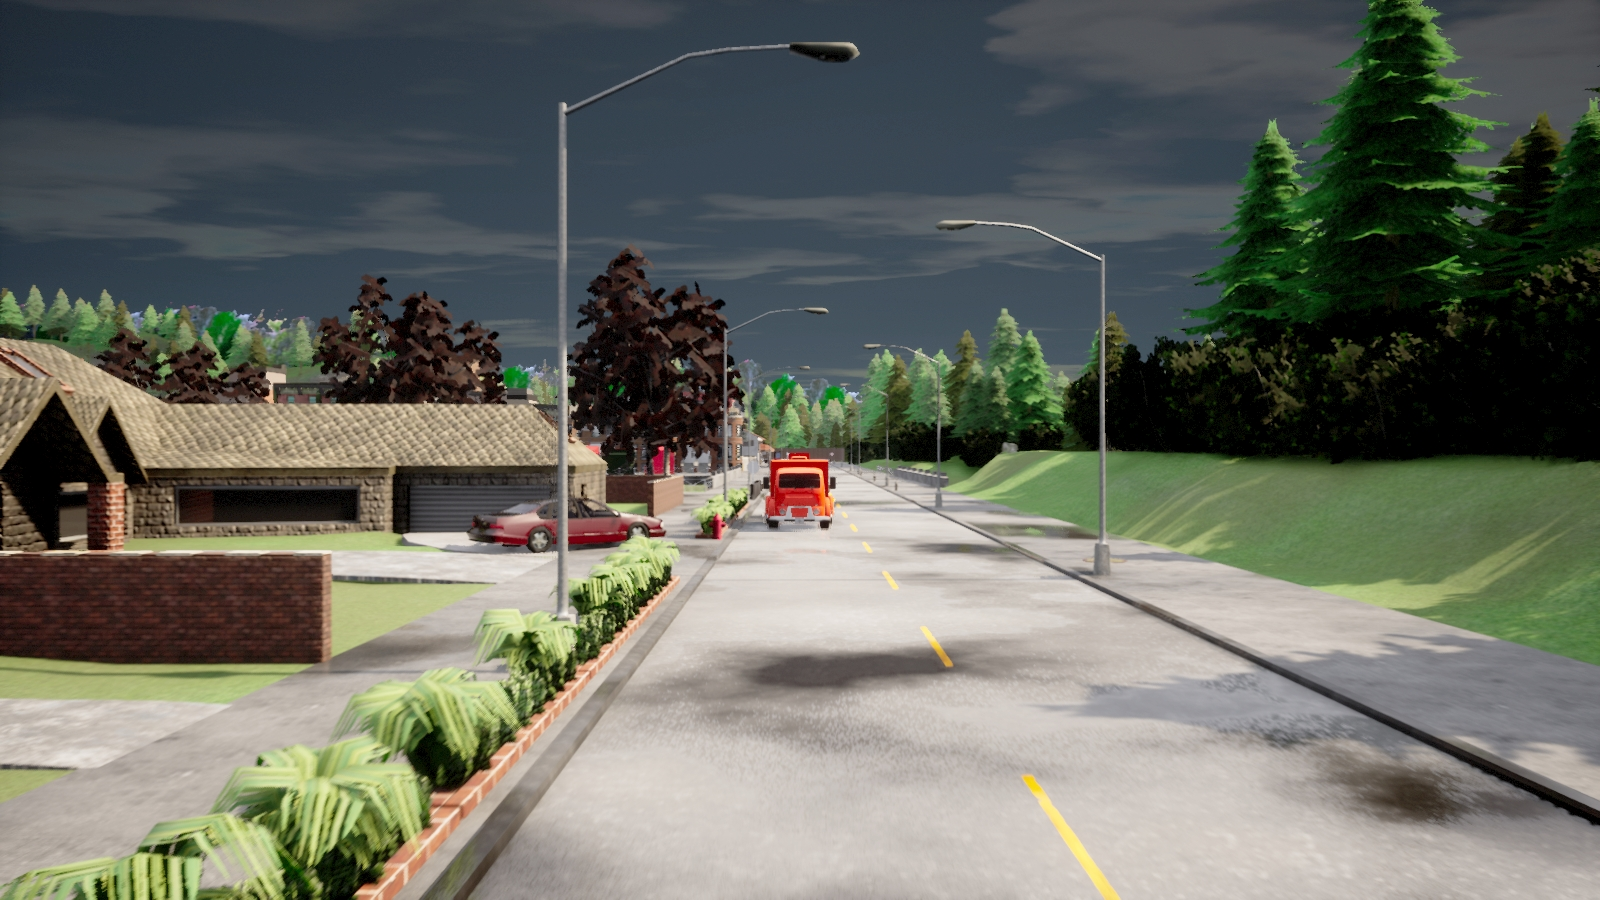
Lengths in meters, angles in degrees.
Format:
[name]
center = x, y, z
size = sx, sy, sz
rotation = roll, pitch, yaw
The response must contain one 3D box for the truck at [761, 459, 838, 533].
[truck]
center = -0.018, 1.568, 41.320
size = 2.627, 2.467, 5.204
rotation = 0, 0, 0
